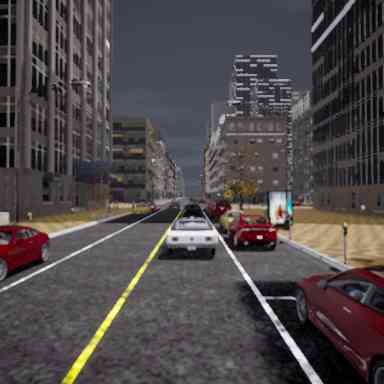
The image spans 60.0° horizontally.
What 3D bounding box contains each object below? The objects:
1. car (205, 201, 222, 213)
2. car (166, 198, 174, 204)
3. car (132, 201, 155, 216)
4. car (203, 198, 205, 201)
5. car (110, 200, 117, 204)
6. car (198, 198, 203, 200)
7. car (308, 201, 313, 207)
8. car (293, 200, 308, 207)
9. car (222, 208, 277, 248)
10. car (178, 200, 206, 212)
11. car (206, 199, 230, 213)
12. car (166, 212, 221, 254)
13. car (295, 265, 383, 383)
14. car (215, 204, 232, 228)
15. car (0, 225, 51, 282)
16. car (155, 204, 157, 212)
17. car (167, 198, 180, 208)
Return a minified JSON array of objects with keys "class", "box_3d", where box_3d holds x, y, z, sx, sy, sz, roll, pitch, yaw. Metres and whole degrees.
[{"class":"car","box_3d":[2.701,1.954,43.281,1.887,1.381,4.507,1,-1,0]},{"class":"car","box_3d":[-5.676,2.349,86.637,1.752,1.417,4.829,1,-1,0]},{"class":"car","box_3d":[-5.680,1.881,37.554,1.752,1.417,4.829,1,-1,0]},{"class":"car","box_3d":[2.702,1.672,37.724,2.192,1.841,5.009,1,-1,0]},{"class":"car","box_3d":[-17.247,1.902,67.687,4.507,1.381,1.887,1,-2,0]},{"class":"car","box_3d":[2.705,2.422,92.315,1.887,1.381,4.507,1,-1,0]},{"class":"car","box_3d":[26.263,2.721,76.352,4.829,1.417,1.752,1,-2,0]},{"class":"car","box_3d":[20.852,2.392,68.003,4.097,1.590,1.967,1,-2,0]},{"class":"car","box_3d":[2.699,1.691,15.485,1.887,1.381,4.507,1,-1,0]},{"class":"car","box_3d":[0.006,1.786,29.289,1.837,1.490,4.892,0,0,0]},{"class":"car","box_3d":[2.702,1.619,32.164,2.192,1.841,5.009,1,-1,0]},{"class":"car","box_3d":[0.002,1.735,14.112,1.895,1.301,4.718,0,0,0]},{"class":"car","box_3d":[2.698,1.624,4.366,1.802,1.307,4.206,1,-1,0]},{"class":"car","box_3d":[2.700,1.726,21.214,1.752,1.417,4.829,1,-1,0]},{"class":"car","box_3d":[-5.683,1.677,9.926,1.802,1.307,4.206,1,-1,0]},{"class":"car","box_3d":[-5.678,1.850,43.284,1.967,1.590,4.097,1,-1,0]},{"class":"car","box_3d":[-2.999,2.128,59.442,1.994,1.385,4.181,0,-1,0]}]
